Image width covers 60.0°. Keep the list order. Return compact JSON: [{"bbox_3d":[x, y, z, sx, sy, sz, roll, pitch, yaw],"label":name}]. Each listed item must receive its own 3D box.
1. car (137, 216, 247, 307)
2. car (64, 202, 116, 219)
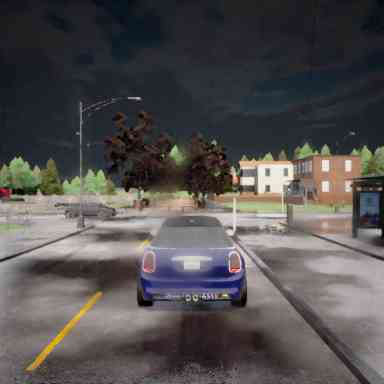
[{"bbox_3d":[0.008,1.352,8.161,2.097,1.767,4.553,0,0,0],"label":"car"},{"bbox_3d":[-8.617,1.564,28.367,4.181,1.385,1.994,0,0,0],"label":"car"}]
